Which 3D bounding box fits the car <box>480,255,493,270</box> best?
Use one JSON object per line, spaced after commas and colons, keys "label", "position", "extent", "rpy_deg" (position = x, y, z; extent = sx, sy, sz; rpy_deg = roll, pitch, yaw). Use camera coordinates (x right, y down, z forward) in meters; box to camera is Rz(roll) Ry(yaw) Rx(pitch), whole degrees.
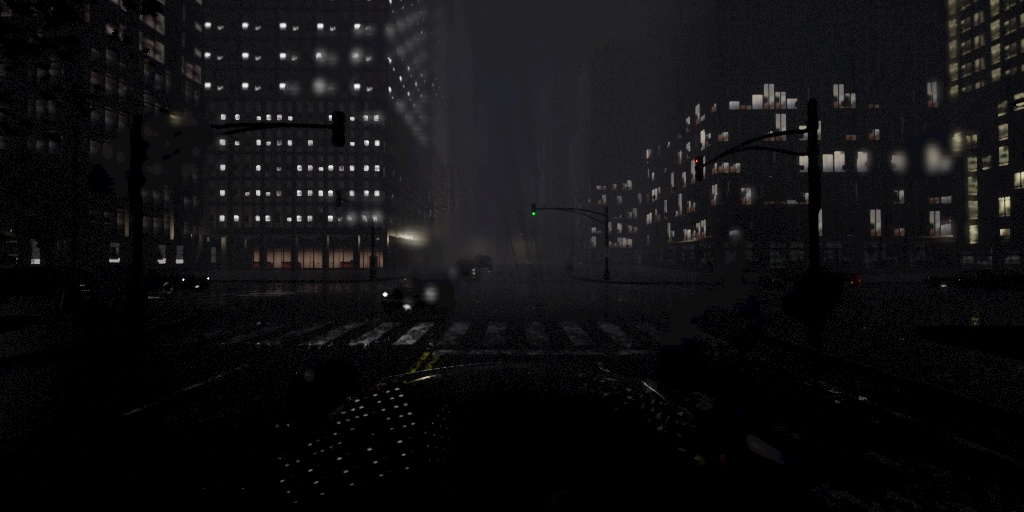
{"label": "car", "position": [-4.009, 0.926, 52.196], "extent": [2.150, 2.045, 5.566], "rpy_deg": [0, 0, -1]}

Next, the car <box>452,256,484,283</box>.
{"label": "car", "position": [-3.611, 1.143, 28.751], "extent": [2.097, 1.767, 4.553], "rpy_deg": [0, 1, -1]}

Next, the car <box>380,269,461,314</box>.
{"label": "car", "position": [-3.292, 1.306, 13.469], "extent": [1.895, 1.301, 4.718], "rpy_deg": [0, 0, 0]}

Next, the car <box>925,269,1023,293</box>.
{"label": "car", "position": [27.135, 1.413, 20.671], "extent": [4.718, 1.301, 1.895], "rpy_deg": [0, -1, 1]}

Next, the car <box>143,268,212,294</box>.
{"label": "car", "position": [-18.884, 1.304, 19.079], "extent": [4.718, 1.301, 1.895], "rpy_deg": [0, -1, 2]}

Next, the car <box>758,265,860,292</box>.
{"label": "car", "position": [17.195, 1.278, 20.950], "extent": [5.008, 1.535, 1.882], "rpy_deg": [0, -1, 2]}

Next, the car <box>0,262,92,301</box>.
{"label": "car", "position": [-20.243, 1.159, 15.871], "extent": [4.892, 1.490, 1.837], "rpy_deg": [0, -1, 2]}

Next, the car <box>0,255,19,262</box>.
{"label": "car", "position": [-28.640, 0.911, 19.382], "extent": [5.566, 2.045, 2.150], "rpy_deg": [0, -1, 2]}
